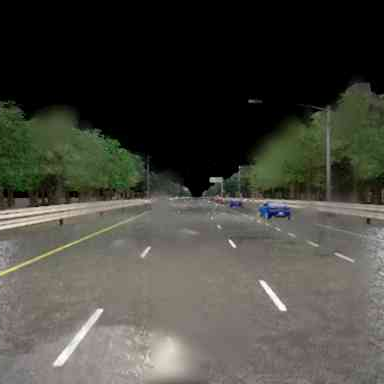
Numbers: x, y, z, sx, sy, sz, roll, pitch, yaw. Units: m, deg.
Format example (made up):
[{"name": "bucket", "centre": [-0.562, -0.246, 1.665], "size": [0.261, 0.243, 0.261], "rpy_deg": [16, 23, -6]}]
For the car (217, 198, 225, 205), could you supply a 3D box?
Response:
[{"name": "car", "centre": [7.315, 2.111, 75.383], "size": [1.812, 1.442, 4.674], "rpy_deg": [0, -1, 1]}]

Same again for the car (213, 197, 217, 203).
[{"name": "car", "centre": [7.461, 2.284, 91.355], "size": [1.882, 1.535, 5.008], "rpy_deg": [0, -1, 1]}]

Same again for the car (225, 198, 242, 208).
[{"name": "car", "centre": [7.171, 1.817, 55.403], "size": [1.882, 1.535, 5.008], "rpy_deg": [0, -1, 0]}]

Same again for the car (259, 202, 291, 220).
[{"name": "car", "centre": [7.048, 1.565, 28.738], "size": [1.882, 1.535, 5.008], "rpy_deg": [0, -1, 0]}]
